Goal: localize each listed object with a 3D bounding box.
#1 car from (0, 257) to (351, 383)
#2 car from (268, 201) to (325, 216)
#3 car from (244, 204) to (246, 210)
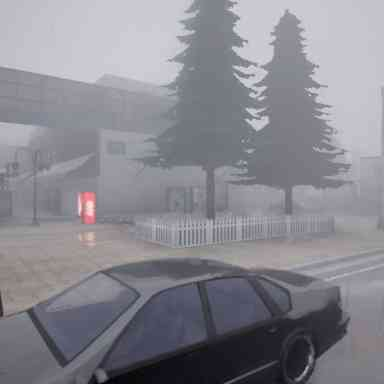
[{"bbox_3d":[-0.374,1.547,3.730,5.357,1.411,2.033,0,0,-36],"label":"car"},{"bbox_3d":[9.552,1.532,30.783,2.033,1.411,5.357,0,0,-34],"label":"car"},{"bbox_3d":[4.116,1.462,38.864,1.882,1.535,5.008,0,0,-34],"label":"car"}]
